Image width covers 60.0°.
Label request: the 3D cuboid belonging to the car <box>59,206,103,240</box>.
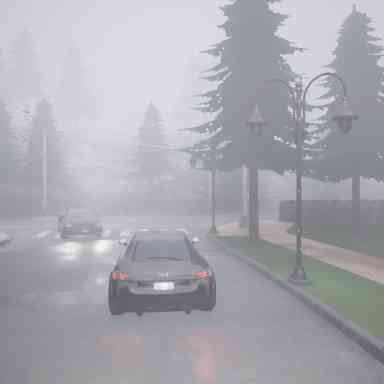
[{"bbox_3d":[-5.925,1.500,17.484,1.812,1.442,4.674,1,1,-26],"label":"car"}]

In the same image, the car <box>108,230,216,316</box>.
[{"bbox_3d":[-0.724,1.564,7.631,1.994,1.385,4.181,0,0,-7],"label":"car"}]
